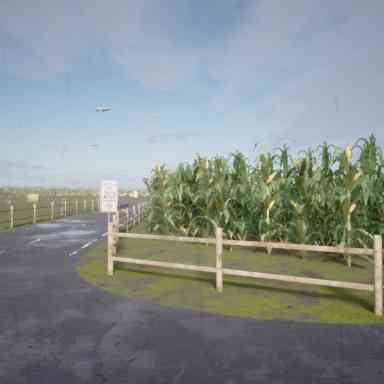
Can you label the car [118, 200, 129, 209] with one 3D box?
[{"bbox_3d":[-11.071,1.876,52.077,1.994,1.385,4.181,1,0,-4],"label":"car"}]
